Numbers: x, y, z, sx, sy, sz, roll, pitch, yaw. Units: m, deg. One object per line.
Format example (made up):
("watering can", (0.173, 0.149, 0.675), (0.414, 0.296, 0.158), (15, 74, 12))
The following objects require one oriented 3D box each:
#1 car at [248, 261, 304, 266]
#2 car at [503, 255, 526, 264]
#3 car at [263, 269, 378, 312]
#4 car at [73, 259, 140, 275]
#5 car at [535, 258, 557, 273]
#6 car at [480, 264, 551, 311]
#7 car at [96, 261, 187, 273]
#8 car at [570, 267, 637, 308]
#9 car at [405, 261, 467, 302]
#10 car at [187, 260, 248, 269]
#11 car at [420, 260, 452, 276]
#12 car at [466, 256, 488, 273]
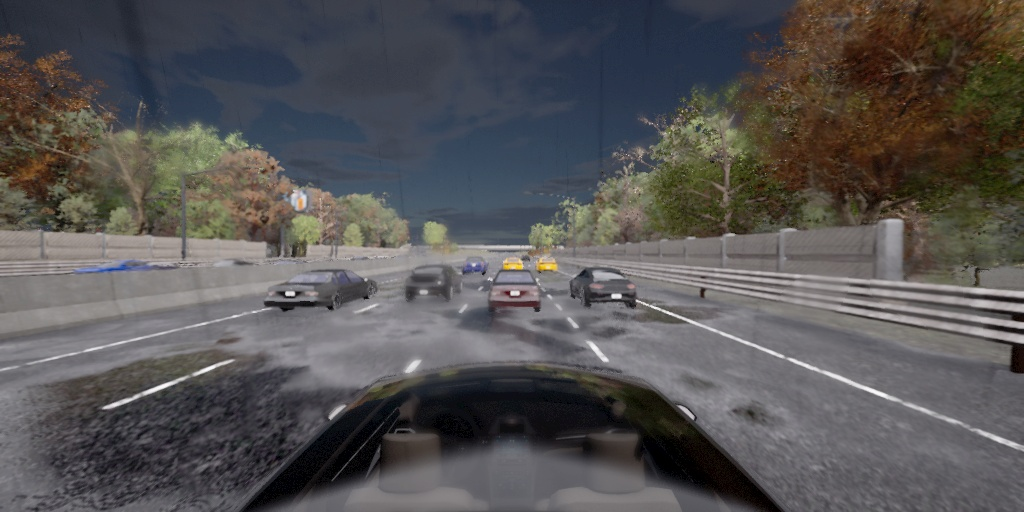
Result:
("car", (-17.603, 1.073, 28.176), (2.033, 1.411, 5.357), (0, 0, 0))
("car", (0.094, 0.939, 36.029), (1.882, 1.535, 5.008), (0, 0, 0))
("car", (-6.908, 1.196, 13.651), (2.033, 1.411, 5.357), (0, 0, 0))
("car", (-28.101, 1.024, 25.815), (1.882, 1.535, 5.008), (0, 0, 0))
("car", (3.494, 0.929, 36.953), (1.882, 1.535, 5.008), (0, 0, 0))
("car", (0.096, 1.195, 13.734), (2.033, 1.411, 5.357), (0, 0, 0))
("car", (-24.603, 1.158, 24.495), (1.895, 1.301, 4.718), (0, 0, 0))
("car", (3.498, 1.165, 14.310), (1.812, 1.442, 4.674), (0, 0, 0))
("car", (-3.402, 1.131, 16.251), (1.837, 1.490, 4.892), (0, 0, 0))
("car", (-21.092, 1.064, 26.777), (1.812, 1.442, 4.674), (0, 0, 0))
("car", (-6.903, 1.086, 33.076), (1.895, 1.301, 4.718), (0, 0, 0))
("car", (-3.407, 0.828, 34.169), (2.097, 1.767, 4.553), (0, 0, 0))
